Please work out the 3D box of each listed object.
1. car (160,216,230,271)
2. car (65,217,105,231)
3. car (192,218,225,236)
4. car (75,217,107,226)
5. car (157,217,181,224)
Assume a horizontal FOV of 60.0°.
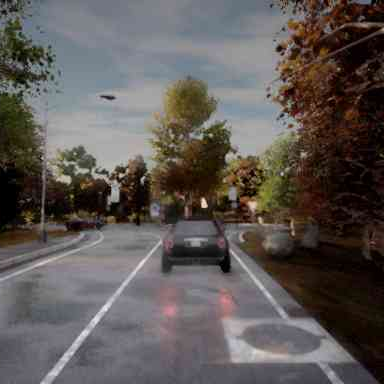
[{"bbox_3d":[0.139,1.622,11.961,2.097,1.767,4.553,0,-2,1],"label":"car"},{"bbox_3d":[-11.590,3.429,35.619,4.718,1.301,1.895,-4,-6,41],"label":"car"},{"bbox_3d":[1.384,2.688,26.121,1.895,1.301,4.718,-1,-4,11],"label":"car"},{"bbox_3d":[-17.639,5.123,58.152,2.033,1.411,5.357,-3,-5,30],"label":"car"},{"bbox_3d":[-4.540,5.746,66.706,4.718,1.301,1.895,1,-5,-5],"label":"car"}]
